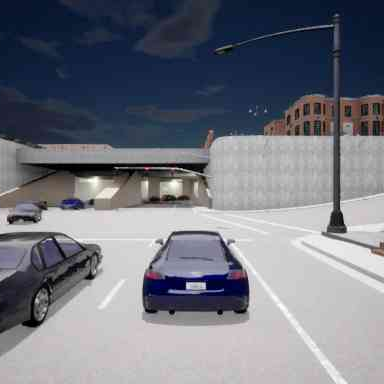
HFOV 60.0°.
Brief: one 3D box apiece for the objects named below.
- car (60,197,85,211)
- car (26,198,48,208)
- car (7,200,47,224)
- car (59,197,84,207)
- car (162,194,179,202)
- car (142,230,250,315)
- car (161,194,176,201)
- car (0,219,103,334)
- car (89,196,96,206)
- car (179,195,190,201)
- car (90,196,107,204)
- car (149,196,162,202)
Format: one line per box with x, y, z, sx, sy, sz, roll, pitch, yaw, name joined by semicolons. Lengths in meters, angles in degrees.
-14.730;1.526;41.315;1.812;1.442;4.674;0;0;-2;car
-18.124;1.491;37.940;2.128;1.511;4.902;0;0;-2;car
-12.348;1.547;24.819;2.033;1.411;5.357;0;0;-19;car
-18.480;1.492;51.111;2.128;1.511;4.902;0;0;-1;car
-4.773;1.355;75.163;2.097;1.767;4.553;0;0;6;car
0.075;1.564;7.653;1.994;1.385;4.181;0;0;0;car
-5.952;1.355;84.921;2.097;1.767;4.553;0;0;24;car
-3.426;1.547;6.955;2.033;1.411;5.357;0;0;0;car
-15.037;1.548;53.516;2.033;1.411;5.357;0;0;-1;car
-2.146;1.524;84.959;1.812;1.442;4.674;0;0;28;car
-18.786;1.548;66.811;2.033;1.411;5.357;0;0;-1;car
-8.292;1.540;74.870;2.033;1.411;5.357;0;0;6;car
